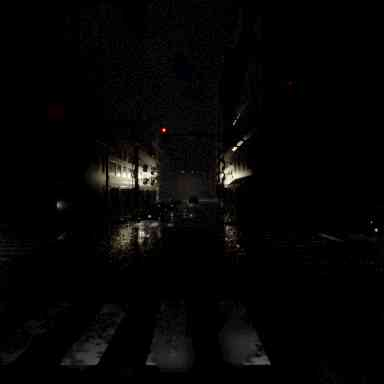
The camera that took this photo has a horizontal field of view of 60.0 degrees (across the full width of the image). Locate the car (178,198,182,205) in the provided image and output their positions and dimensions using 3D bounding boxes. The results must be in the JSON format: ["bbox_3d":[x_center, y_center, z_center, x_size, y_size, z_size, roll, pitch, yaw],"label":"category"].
[{"bbox_3d":[-2.852,1.647,60.394,1.895,1.301,4.718,0,0,1],"label":"car"}]

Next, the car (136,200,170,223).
[{"bbox_3d":[-3.019,1.567,25.683,1.994,1.385,4.181,0,0,0],"label":"car"}]

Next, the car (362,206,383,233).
[{"bbox_3d":[11.369,1.383,15.707,5.357,1.411,2.033,-1,0,0],"label":"car"}]

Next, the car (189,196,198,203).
[{"bbox_3d":[0.297,1.546,71.084,1.882,1.535,5.008,0,0,0],"label":"car"}]

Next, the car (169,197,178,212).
[{"bbox_3d":[-2.975,1.615,39.431,1.895,1.301,4.718,0,0,0],"label":"car"}]
